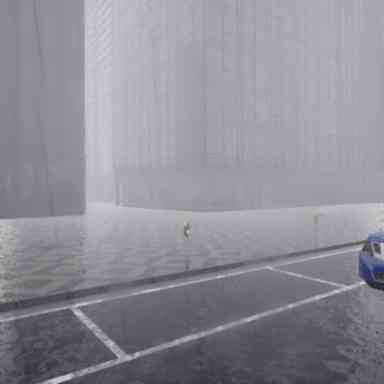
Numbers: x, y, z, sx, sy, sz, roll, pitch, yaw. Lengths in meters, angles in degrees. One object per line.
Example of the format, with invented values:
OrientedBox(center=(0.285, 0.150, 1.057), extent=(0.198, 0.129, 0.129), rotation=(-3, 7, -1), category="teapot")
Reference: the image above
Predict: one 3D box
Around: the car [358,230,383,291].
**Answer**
OrientedBox(center=(6.202, 1.169, 7.794), extent=(5.566, 2.045, 2.150), rotation=(0, 0, -35), category="car")
